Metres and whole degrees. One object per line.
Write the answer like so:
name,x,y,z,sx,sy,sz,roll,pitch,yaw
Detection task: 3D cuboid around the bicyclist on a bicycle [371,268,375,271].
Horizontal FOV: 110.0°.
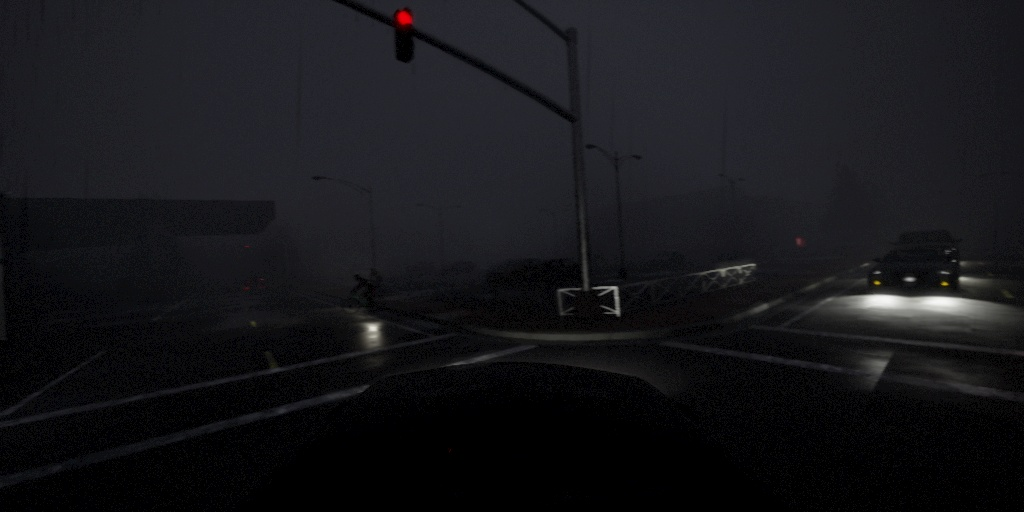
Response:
bicyclist on a bicycle,-7.466,1.486,19.623,0.582,1.620,1.656,-3,0,18

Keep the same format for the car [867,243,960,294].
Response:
car,14.036,0.459,12.551,4.181,1.385,1.994,-4,0,-39

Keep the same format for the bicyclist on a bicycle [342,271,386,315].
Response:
bicyclist on a bicycle,-6.150,1.563,14.787,1.656,1.620,0.582,-4,0,-26

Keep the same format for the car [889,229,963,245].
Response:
car,21.335,-0.328,18.517,5.566,2.045,2.150,-3,0,-39

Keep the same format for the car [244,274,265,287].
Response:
car,-34.615,3.157,48.068,2.097,1.767,4.553,-3,0,-38
